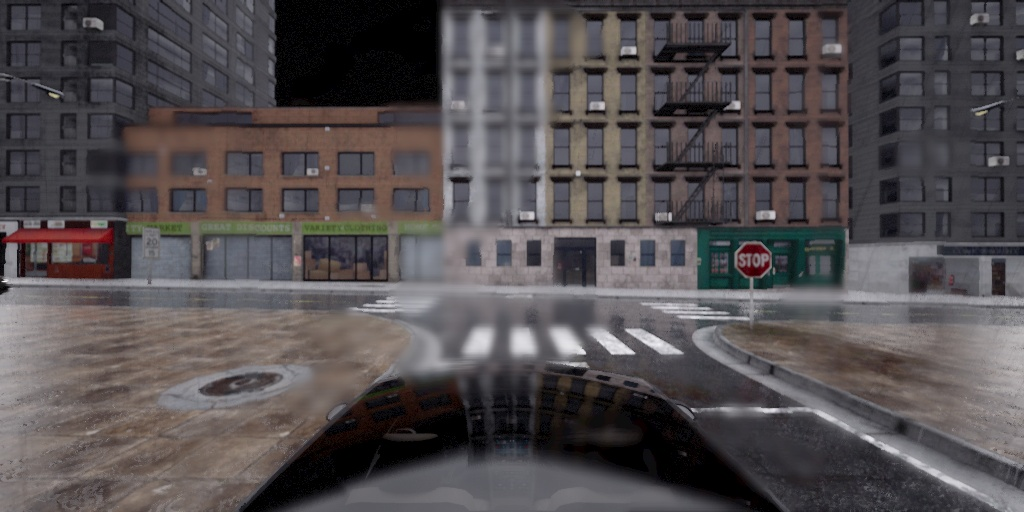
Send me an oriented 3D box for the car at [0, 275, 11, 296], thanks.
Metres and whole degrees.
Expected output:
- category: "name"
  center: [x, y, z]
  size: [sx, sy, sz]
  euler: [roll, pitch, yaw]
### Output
- category: "car"
  center: [-21.525, 0.844, 13.060]
  size: [4.892, 1.490, 1.837]
  euler: [1, 0, 0]
